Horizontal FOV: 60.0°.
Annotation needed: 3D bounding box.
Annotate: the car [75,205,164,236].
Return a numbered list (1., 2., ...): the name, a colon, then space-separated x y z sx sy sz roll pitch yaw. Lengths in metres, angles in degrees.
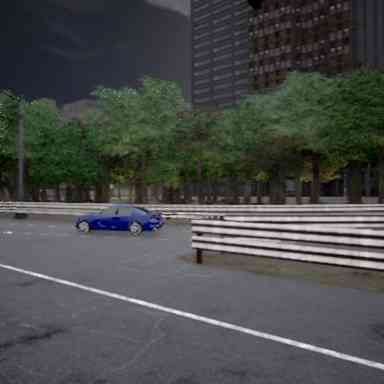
1. car: -4.029 1.488 18.368 5.008 1.535 1.882 0 0 16
